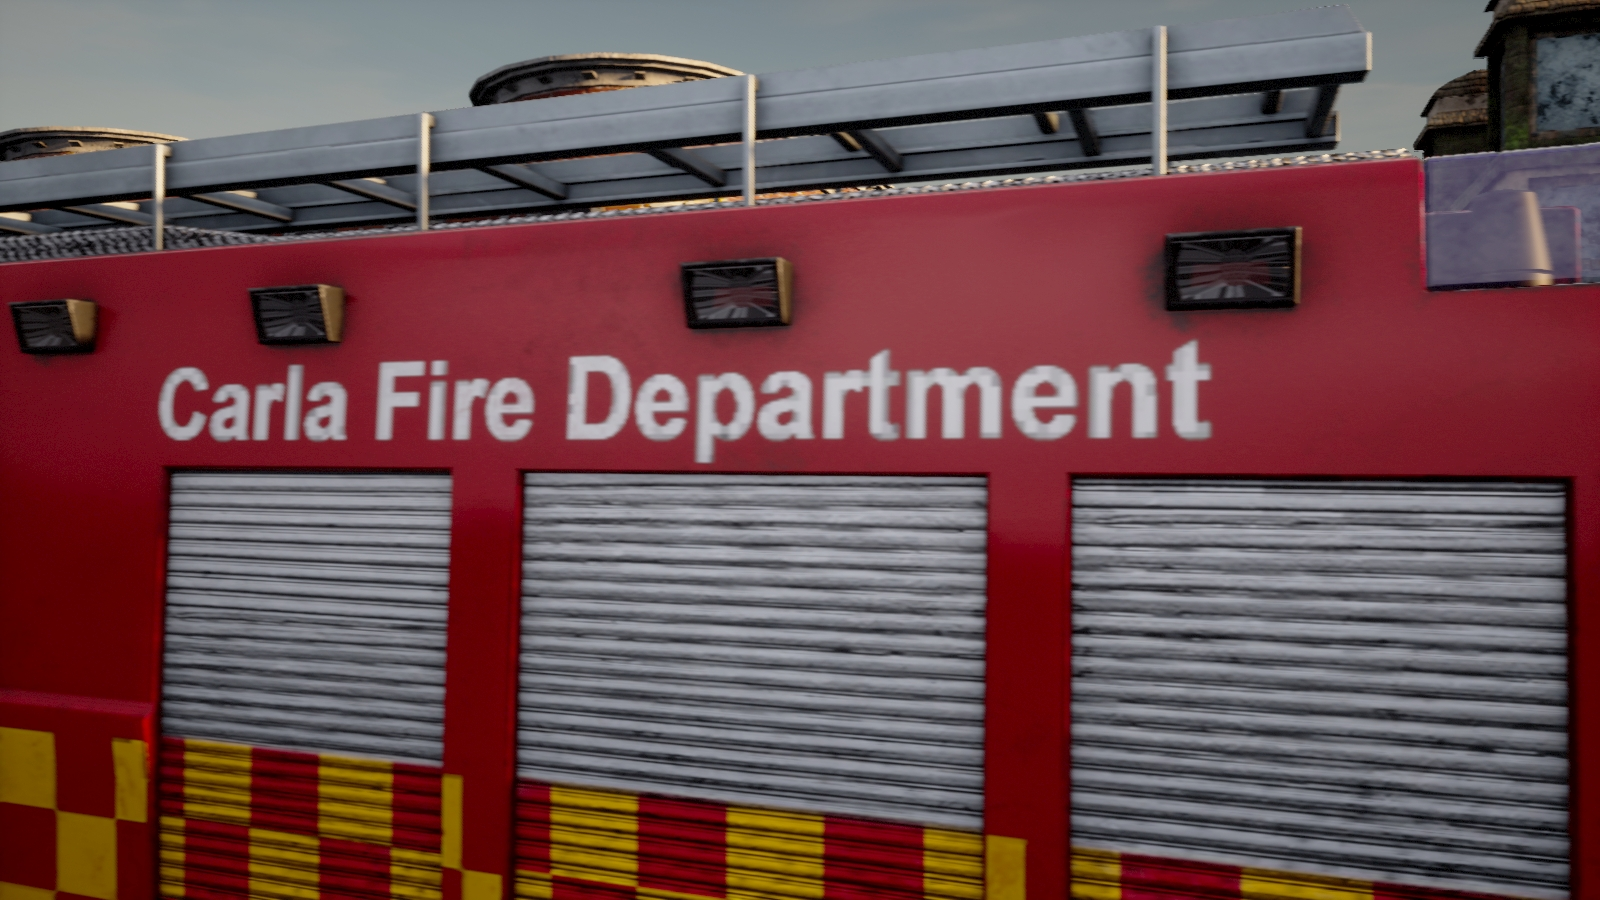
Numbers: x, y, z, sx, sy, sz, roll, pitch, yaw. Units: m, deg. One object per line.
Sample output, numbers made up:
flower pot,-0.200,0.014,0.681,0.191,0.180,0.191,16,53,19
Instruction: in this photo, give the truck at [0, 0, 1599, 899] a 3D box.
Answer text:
truck,-1.973,0.671,4.600,8.468,3.827,2.891,0,0,20
